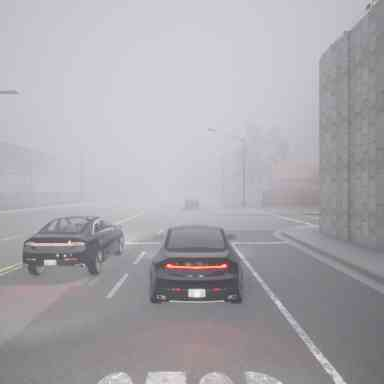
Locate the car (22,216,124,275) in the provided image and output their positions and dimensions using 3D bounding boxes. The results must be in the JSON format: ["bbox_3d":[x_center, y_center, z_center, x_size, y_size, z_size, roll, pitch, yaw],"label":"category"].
[{"bbox_3d":[-3.426,1.491,10.450,2.128,1.511,4.902,0,0,0],"label":"car"}]

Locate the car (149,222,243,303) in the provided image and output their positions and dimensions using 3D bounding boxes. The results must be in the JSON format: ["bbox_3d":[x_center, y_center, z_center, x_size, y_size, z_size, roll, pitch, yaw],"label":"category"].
[{"bbox_3d":[0.080,1.505,8.181,1.837,1.490,4.892,0,0,0],"label":"car"}]

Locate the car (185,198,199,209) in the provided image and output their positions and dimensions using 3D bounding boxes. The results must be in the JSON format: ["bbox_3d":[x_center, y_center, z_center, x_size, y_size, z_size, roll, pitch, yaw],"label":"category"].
[{"bbox_3d":[-0.013,1.491,44.174,2.128,1.511,4.902,0,0,0],"label":"car"}]
